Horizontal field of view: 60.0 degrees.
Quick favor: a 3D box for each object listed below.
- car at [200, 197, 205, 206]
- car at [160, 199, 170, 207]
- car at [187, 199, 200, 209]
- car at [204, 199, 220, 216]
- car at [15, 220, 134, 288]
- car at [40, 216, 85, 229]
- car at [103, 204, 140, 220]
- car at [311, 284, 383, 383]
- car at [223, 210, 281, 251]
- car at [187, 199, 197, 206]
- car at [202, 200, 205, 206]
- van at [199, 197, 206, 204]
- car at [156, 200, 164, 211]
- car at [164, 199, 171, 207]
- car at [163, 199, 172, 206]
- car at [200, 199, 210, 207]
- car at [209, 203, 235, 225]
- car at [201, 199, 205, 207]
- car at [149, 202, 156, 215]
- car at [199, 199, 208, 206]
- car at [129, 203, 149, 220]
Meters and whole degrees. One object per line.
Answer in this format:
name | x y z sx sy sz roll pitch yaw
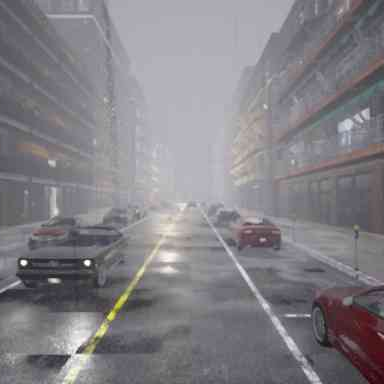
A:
car | 2.702 2.191 65.864 1.967 1.590 4.097 1 -1 0
car | -5.680 2.339 71.394 1.752 1.417 4.829 1 -1 0
car | -0.002 2.225 59.481 2.033 1.411 5.357 0 -1 0
car | 2.702 1.866 37.556 1.967 1.590 4.097 1 -1 0
car | -3.091 1.711 9.684 1.895 1.301 4.718 0 -1 0
car | -5.681 1.752 14.951 1.802 1.307 4.206 1 -1 0
car | -5.680 1.863 26.273 1.947 1.339 4.313 1 -1 0
car | 2.703 1.624 3.589 1.802 1.307 4.206 1 -1 0
car | 2.700 1.714 14.910 1.887 1.381 4.507 1 -1 0
car | -0.002 2.195 70.113 2.128 1.511 4.902 0 -1 0
car | 2.700 2.042 43.216 2.008 1.369 4.403 1 -1 0
van | 2.702 2.354 88.510 1.690 1.788 3.998 1 -1 0
car | -5.680 2.101 48.919 1.887 1.381 4.507 1 -1 0
car | -5.680 2.295 65.903 1.887 1.381 4.507 1 -1 0
car | -5.680 2.404 77.055 1.752 1.417 4.829 1 -1 0
car | 2.701 2.256 71.525 1.967 1.590 4.097 1 -1 0
car | 2.700 1.848 26.233 2.008 1.369 4.403 1 -1 0
car | 2.699 2.138 48.877 1.802 1.307 4.206 1 -1 0
car | -5.680 1.977 37.596 2.008 1.369 4.403 1 -1 0
car | 2.700 2.432 77.185 2.008 1.369 4.403 1 -1 0
car | -5.678 1.802 31.936 1.967 1.590 4.097 1 -1 0
